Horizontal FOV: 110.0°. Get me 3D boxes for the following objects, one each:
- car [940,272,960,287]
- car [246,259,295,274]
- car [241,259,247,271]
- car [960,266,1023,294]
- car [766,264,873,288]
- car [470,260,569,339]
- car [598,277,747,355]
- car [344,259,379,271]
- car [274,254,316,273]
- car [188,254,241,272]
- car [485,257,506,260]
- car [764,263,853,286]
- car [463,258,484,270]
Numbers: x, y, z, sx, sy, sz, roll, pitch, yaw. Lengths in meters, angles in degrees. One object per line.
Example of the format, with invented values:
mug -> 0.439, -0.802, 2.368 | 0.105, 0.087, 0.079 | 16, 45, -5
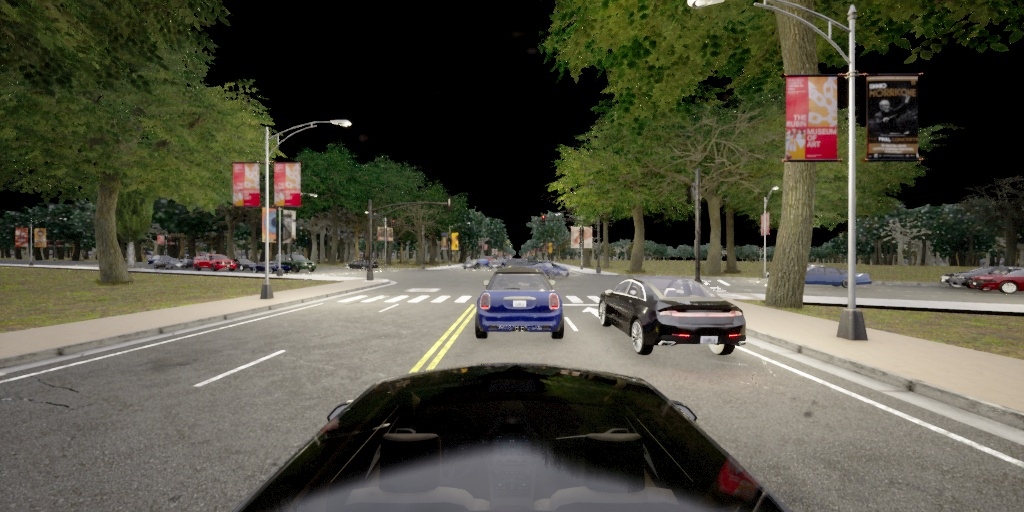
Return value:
car -> 31.848, 1.432, 23.589 | 4.902, 1.511, 2.128 | 0, 0, 24
car -> -25.986, 1.227, 38.579 | 4.718, 1.301, 1.895 | 0, 0, 27
car -> -34.647, 1.077, 46.036 | 4.892, 1.490, 1.837 | 0, 0, 24
car -> 30.327, 1.417, 20.711 | 5.008, 1.535, 1.882 | 0, 0, 24
car -> 21.170, 1.430, 24.831 | 5.357, 1.411, 2.033 | 0, 0, 21
car -> 0.204, 1.102, 10.245 | 2.097, 1.767, 4.553 | 0, 0, 1
car -> 3.438, 1.242, 8.653 | 2.128, 1.511, 4.902 | 0, 0, 0
car -> -19.512, 1.142, 46.495 | 4.892, 1.490, 1.837 | 0, 1, 24
car -> -25.489, 0.843, 41.936 | 5.566, 2.045, 2.150 | 0, 0, 24
car -> -35.573, 0.796, 42.882 | 5.566, 2.045, 2.150 | 0, 0, 24
car -> -2.344, 1.250, 51.016 | 2.128, 1.511, 4.902 | 0, 0, 0
car -> 22.639, 1.375, 27.700 | 4.902, 1.511, 2.128 | 0, 0, 26
car -> -5.886, 1.250, 52.558 | 2.128, 1.511, 4.902 | 0, 0, 5
